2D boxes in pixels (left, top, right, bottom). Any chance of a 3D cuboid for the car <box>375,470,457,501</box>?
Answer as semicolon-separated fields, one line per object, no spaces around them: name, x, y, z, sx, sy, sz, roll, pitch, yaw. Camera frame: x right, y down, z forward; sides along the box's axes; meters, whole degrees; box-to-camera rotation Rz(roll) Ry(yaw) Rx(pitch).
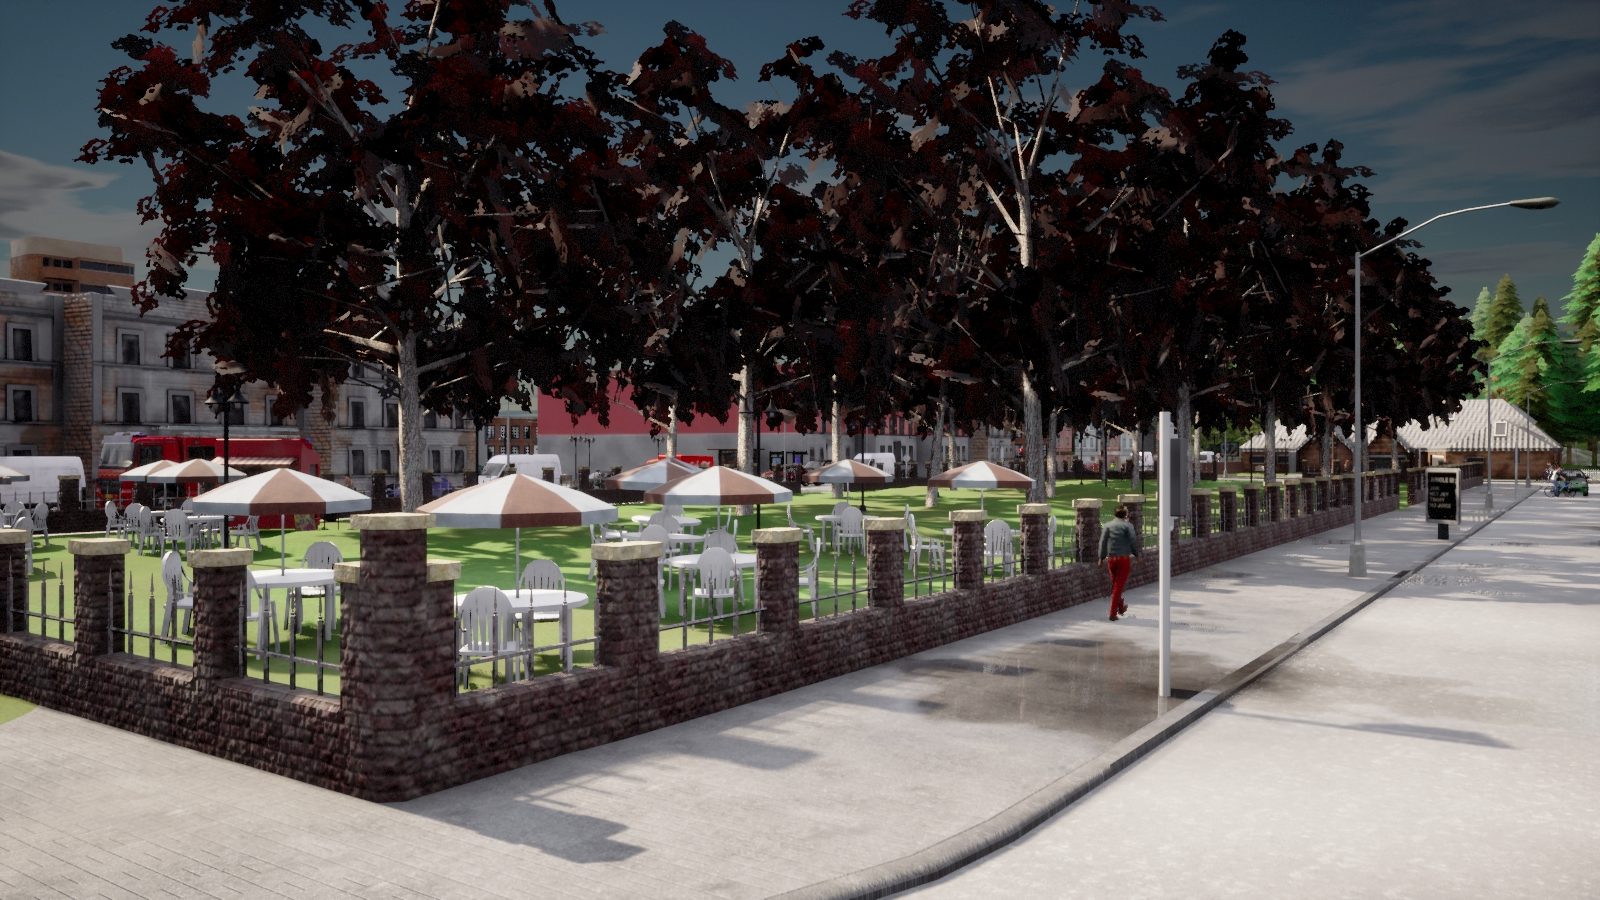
car;-20.045;1.818;59.739;1.845;1.501;3.633;0;0;35

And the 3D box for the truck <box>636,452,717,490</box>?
truck;-8.233;1.348;76.671;2.627;2.467;5.204;0;0;35

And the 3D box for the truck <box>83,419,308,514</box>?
truck;-26.598;0.670;50.778;2.891;3.827;8.468;0;0;35

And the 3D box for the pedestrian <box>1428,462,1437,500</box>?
pedestrian;31.288;1.525;56.532;0.375;1.860;0.375;0;0;35

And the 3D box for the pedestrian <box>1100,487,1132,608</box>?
pedestrian;4.974;1.517;17.967;0.375;1.860;0.375;0;0;37

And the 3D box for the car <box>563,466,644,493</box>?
car;-12.166;1.814;71.050;2.097;1.535;5.006;0;0;35

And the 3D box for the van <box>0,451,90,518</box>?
van;-31.021;1.314;44.007;1.988;2.561;5.915;0;0;35

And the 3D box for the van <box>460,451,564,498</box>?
van;-16.329;1.314;65.083;1.988;2.561;5.915;0;0;35
